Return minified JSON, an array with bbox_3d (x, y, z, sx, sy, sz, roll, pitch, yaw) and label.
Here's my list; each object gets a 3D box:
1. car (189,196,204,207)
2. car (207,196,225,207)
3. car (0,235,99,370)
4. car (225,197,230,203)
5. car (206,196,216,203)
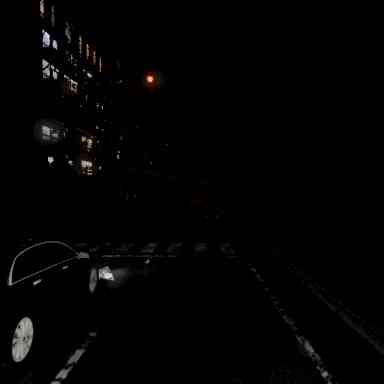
[{"bbox_3d":[0.813,1.510,55.375,2.097,1.767,4.553,0,0,8],"label":"car"},{"bbox_3d":[4.108,1.665,55.510,1.837,1.490,4.892,0,0,8],"label":"car"},{"bbox_3d":[-3.047,1.507,5.679,1.837,1.490,4.892,0,0,1],"label":"car"},{"bbox_3d":[7.849,1.855,78.711,1.994,1.385,4.181,0,0,12],"label":"car"},{"bbox_3d":[4.613,1.802,79.107,1.837,1.490,4.892,0,0,11],"label":"car"}]
